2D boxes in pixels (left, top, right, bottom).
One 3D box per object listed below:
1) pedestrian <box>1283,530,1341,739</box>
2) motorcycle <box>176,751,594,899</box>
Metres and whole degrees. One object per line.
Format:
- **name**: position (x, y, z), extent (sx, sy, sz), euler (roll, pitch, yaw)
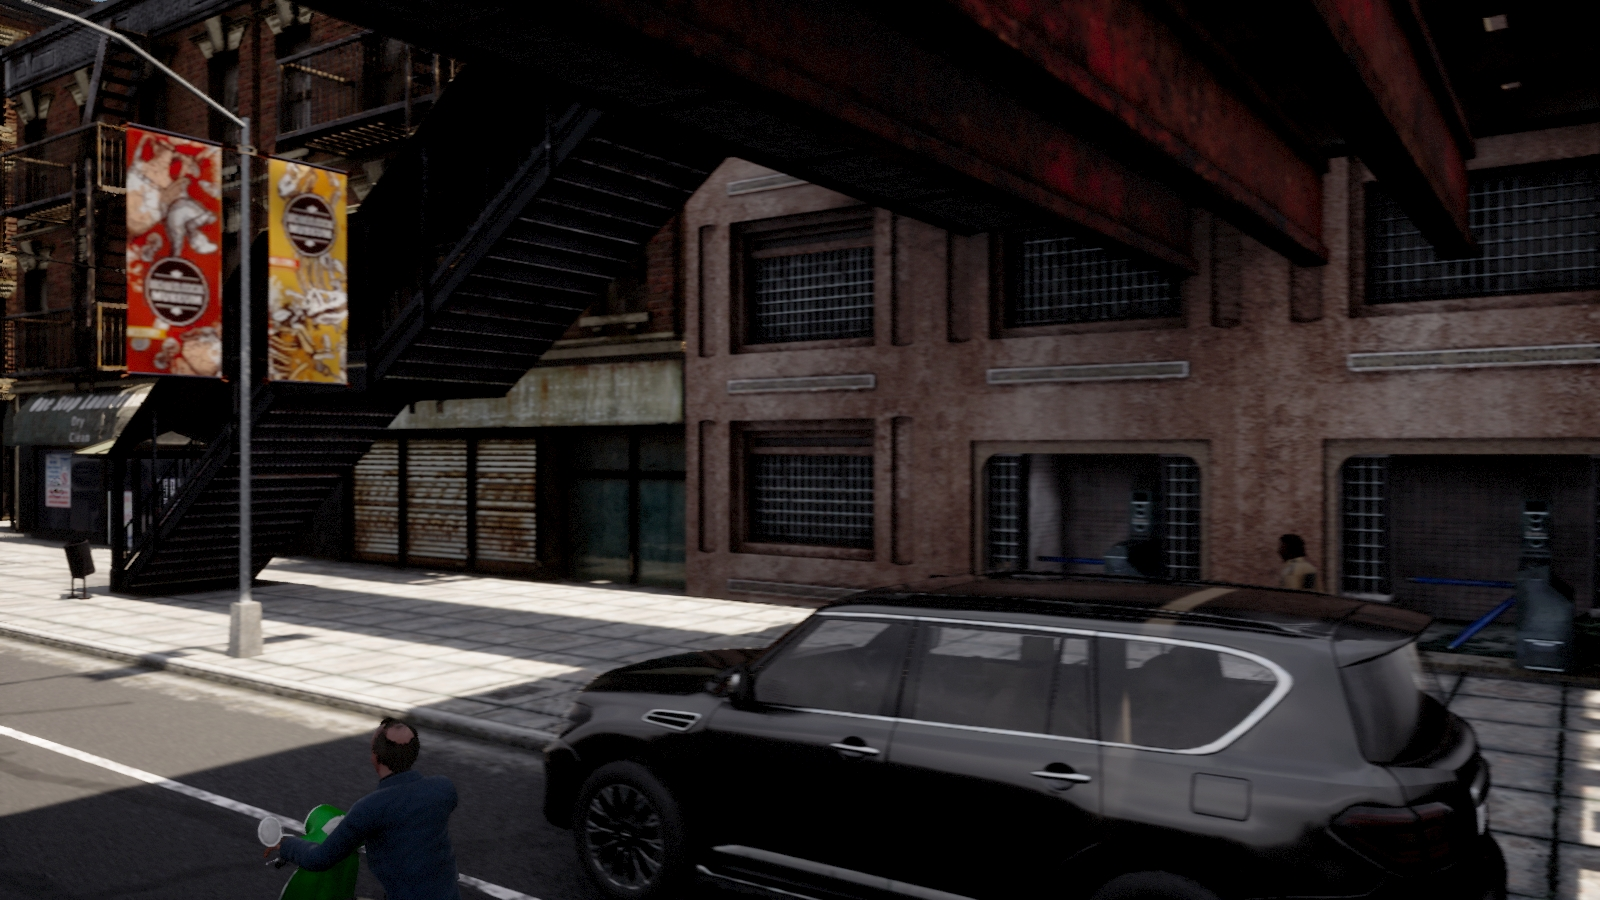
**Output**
- **pedestrian**: position (4.768, 1.696, 10.643), extent (0.375, 1.860, 0.375), euler (0, 0, -43)
- **motorcycle**: position (-1.872, 2.182, 5.076), extent (1.805, 1.236, 0.856), euler (0, 0, 35)
